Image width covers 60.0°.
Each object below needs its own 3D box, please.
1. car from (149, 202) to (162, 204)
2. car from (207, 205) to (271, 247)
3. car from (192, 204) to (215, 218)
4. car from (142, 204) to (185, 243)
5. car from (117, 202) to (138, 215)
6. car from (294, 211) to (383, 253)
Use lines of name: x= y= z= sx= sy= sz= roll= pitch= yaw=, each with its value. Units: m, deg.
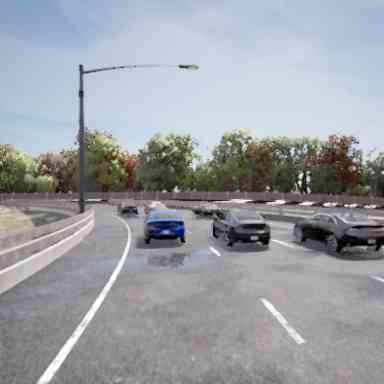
car: x=-4.496 y=1.931 z=40.717 sx=1.812 sy=1.442 sz=4.674 roll=0 pitch=-1 yaw=-22
car: x=2.218 y=1.633 z=15.946 sx=1.837 sy=1.490 sz=4.892 roll=0 pitch=0 yaw=-8
car: x=1.517 y=1.897 z=34.327 sx=1.895 sy=1.301 sz=4.718 roll=0 pitch=-1 yaw=-17
car: x=-1.506 y=1.646 z=17.200 sx=1.882 sy=1.535 sz=5.008 roll=0 pitch=0 yaw=-9
car: x=-7.660 y=1.925 z=39.231 sx=1.837 sy=1.490 sz=4.892 roll=0 pitch=0 yaw=-22
car: x=6.010 y=1.568 z=14.087 sx=2.128 sy=1.511 sz=4.902 roll=0 pitch=0 yaw=-7
